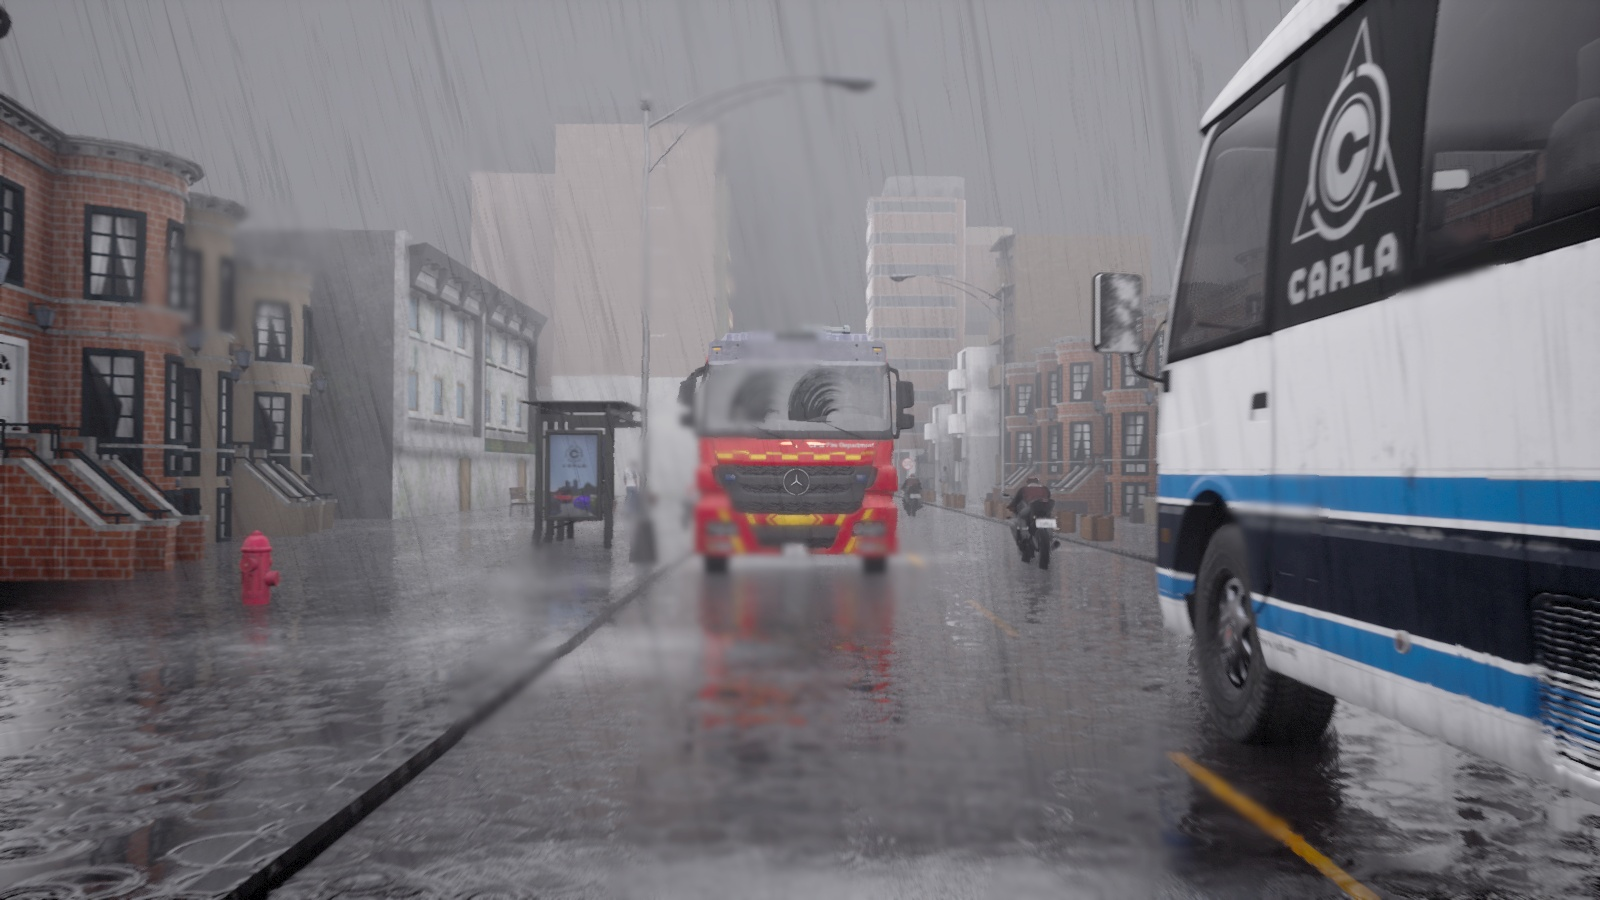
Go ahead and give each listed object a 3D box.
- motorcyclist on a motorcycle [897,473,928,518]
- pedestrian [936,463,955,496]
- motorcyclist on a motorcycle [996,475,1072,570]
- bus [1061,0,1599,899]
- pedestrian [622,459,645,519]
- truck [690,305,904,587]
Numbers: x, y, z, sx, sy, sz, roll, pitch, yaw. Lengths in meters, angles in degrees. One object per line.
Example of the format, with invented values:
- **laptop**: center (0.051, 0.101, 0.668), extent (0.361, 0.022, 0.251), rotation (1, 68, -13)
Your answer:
- **motorcyclist on a motorcycle**: center (3.898, 1.564, 43.622), extent (0.866, 1.530, 2.191), rotation (0, -1, 0)
- **pedestrian**: center (8.322, 1.695, 71.937), extent (0.874, 1.855, 0.900), rotation (0, -1, -11)
- **motorcyclist on a motorcycle**: center (3.951, 1.192, 21.375), extent (0.866, 1.530, 2.191), rotation (0, -1, 0)
- **bus**: center (3.985, -0.504, 4.406), extent (3.944, 4.253, 10.273), rotation (0, -1, 0)
- **pedestrian**: center (-5.132, 1.193, 38.722), extent (0.354, 1.836, 0.706), rotation (-1, -1, 25)
- **truck**: center (-0.054, 0.007, 21.317), extent (2.891, 3.827, 8.468), rotation (0, -1, 0)
